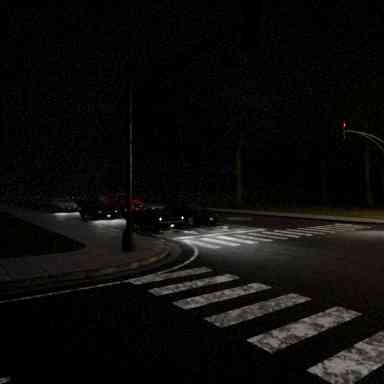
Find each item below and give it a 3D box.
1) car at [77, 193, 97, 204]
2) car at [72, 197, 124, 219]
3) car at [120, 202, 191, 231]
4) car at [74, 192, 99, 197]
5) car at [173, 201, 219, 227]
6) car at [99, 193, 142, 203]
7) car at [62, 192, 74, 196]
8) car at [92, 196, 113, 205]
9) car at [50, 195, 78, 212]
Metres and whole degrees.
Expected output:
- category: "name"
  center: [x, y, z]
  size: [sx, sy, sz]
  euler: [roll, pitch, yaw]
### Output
- category: "car"
  center: [-18.779, 1.164, 59.593]
  size: [2.097, 1.767, 4.553]
  euler: [0, 0, -36]
- category: "car"
  center: [-8.035, 1.455, 28.051]
  size: [2.033, 1.411, 5.357]
  euler: [0, 0, -36]
- category: "car"
  center: [-2.369, 1.542, 20.242]
  size: [1.895, 1.301, 4.718]
  euler: [0, 0, -36]
- category: "car"
  center: [-15.626, 1.187, 49.813]
  size: [2.097, 1.767, 4.553]
  euler: [0, 0, -35]
- category: "car"
  center: [-0.219, 1.410, 22.818]
  size: [1.882, 1.535, 5.008]
  euler: [0, 0, -35]
- category: "car"
  center: [-6.460, 1.117, 31.410]
  size: [2.150, 2.045, 5.566]
  euler: [0, 0, -36]
- category: "car"
  center: [-21.443, 1.039, 57.730]
  size: [2.150, 2.045, 5.566]
  euler: [0, 0, -36]
- category: "car"
  center: [-14.570, 1.350, 53.840]
  size: [1.812, 1.442, 4.674]
  euler: [0, 0, -36]
- category: "car"
  center: [-14.076, 1.401, 36.377]
  size: [1.812, 1.442, 4.674]
  euler: [0, 0, -36]
